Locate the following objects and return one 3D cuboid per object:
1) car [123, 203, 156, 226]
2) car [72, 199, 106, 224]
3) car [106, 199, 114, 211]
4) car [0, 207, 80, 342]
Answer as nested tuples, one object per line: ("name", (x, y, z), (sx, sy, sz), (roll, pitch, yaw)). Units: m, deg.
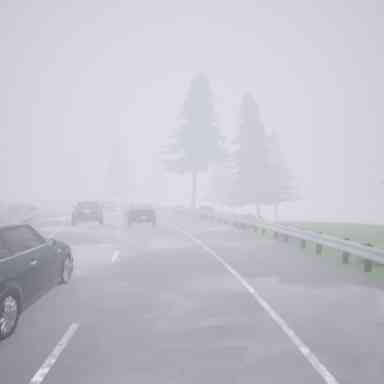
("car", (-3.819, 1.497, 23.920), (1.882, 1.535, 5.008), (0, 0, -16))
("car", (-7.748, 1.391, 24.628), (2.097, 1.767, 4.553), (0, 0, -18))
("car", (-10.931, 1.558, 40.548), (2.163, 1.488, 4.792), (0, 0, -29))
("car", (-3.953, 1.372, 6.603), (2.097, 1.767, 4.553), (0, 0, -4))
